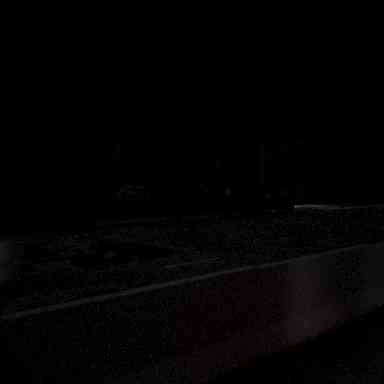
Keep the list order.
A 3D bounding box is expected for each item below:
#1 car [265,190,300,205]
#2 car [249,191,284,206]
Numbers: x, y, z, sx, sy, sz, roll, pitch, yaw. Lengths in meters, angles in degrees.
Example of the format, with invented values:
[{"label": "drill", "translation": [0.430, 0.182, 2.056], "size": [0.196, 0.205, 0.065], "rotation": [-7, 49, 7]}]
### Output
[{"label": "car", "translation": [12.090, 0.704, 45.936], "size": [2.150, 2.045, 5.566], "rotation": [-1, 1, -39]}, {"label": "car", "translation": [9.240, 1.012, 43.998], "size": [1.882, 1.535, 5.008], "rotation": [-1, 1, -35]}]
